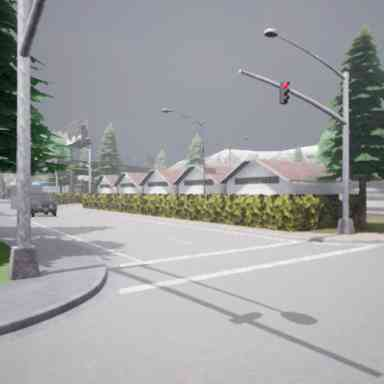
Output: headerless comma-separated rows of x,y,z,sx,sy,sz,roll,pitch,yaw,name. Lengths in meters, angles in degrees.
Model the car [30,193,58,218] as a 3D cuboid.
-14.302,1.149,31.110,2.150,2.045,5.566,0,1,-36,car
